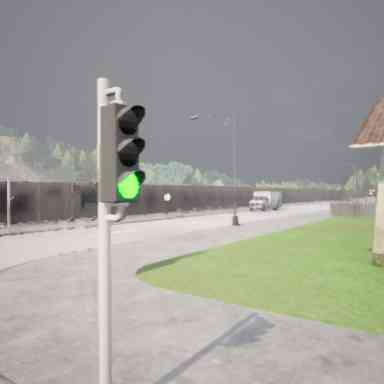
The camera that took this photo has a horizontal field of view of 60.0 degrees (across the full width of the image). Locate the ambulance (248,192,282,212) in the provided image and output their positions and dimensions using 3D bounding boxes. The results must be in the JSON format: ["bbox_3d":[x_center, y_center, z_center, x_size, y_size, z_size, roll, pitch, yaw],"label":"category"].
[{"bbox_3d":[9.365,1.193,42.621,2.351,2.431,6.366,-1,0,35],"label":"ambulance"}]
